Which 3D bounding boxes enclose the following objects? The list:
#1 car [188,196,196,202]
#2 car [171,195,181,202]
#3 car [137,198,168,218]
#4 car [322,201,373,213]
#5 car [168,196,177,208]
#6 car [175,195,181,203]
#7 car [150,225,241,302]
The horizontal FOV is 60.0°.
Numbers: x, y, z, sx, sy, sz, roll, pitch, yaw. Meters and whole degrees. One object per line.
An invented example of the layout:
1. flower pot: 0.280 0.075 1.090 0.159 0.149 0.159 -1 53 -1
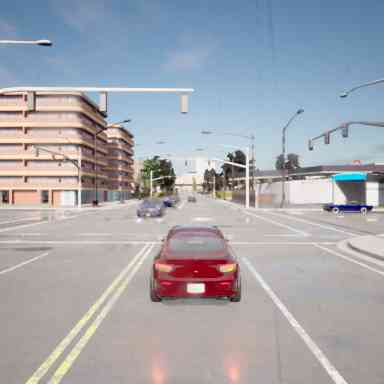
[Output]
1. car: -0.055 1.540 74.918 2.033 1.411 5.357 0 0 0
2. car: -3.557 1.525 74.739 2.128 1.511 4.902 0 0 0
3. car: -3.620 1.319 29.765 2.097 1.767 4.553 0 0 0
4. car: 16.508 1.601 35.464 4.718 1.301 1.895 0 0 1
5. car: -3.663 1.601 47.941 1.895 1.301 4.718 0 0 1
6. car: -3.604 1.493 63.221 2.128 1.511 4.902 0 0 0
7. car: 0.076 1.526 8.154 1.812 1.442 4.674 0 0 0
